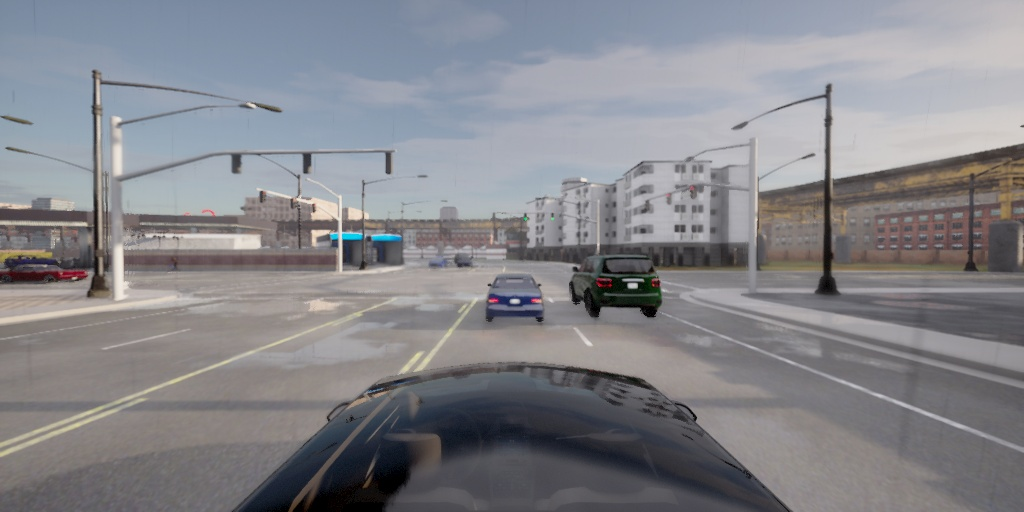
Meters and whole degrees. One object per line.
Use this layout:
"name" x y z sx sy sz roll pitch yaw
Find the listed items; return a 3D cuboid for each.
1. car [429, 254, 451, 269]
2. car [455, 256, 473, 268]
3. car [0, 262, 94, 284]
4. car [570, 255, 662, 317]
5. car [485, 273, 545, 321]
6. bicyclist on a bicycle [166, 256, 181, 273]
"car" -10.002 0.893 48.848 1.882 1.535 5.008 0 1 -1
"car" -6.506 1.006 49.685 1.895 1.301 4.718 0 1 -1
"car" -33.616 1.296 25.710 4.718 1.301 1.895 0 1 -1
"car" 3.591 0.982 13.330 2.150 2.045 5.566 0 0 0
"car" 0.089 1.310 12.494 2.033 1.411 5.357 0 0 0
"bicyclist on a bicycle" -34.642 0.866 36.670 0.582 1.620 1.656 0 1 -1
